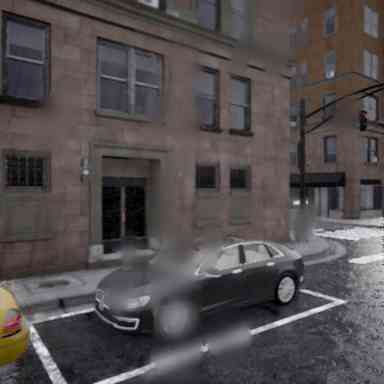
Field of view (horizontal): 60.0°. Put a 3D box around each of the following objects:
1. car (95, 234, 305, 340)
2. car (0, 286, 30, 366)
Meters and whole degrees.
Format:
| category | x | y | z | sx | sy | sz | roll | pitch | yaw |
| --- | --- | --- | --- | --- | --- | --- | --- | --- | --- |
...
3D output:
| category | x | y | z | sx | sy | sz | roll | pitch | yaw |
| --- | --- | --- | --- | --- | --- | --- | --- | --- | --- |
| car | 0.371 | 1.552 | 6.451 | 4.403 | 1.369 | 2.008 | 0 | 0 | -35 |
| car | -4.262 | 1.525 | 3.149 | 4.829 | 1.417 | 1.752 | 0 | 0 | -35 |
